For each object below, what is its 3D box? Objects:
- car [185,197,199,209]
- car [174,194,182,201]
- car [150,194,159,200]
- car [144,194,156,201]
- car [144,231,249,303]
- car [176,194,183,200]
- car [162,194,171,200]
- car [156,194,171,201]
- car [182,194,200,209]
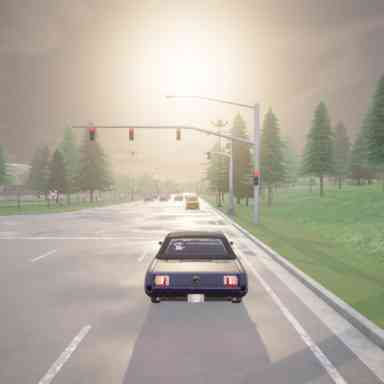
[{"bbox_3d":[0.049,1.576,49.804,2.033,1.411,5.357,-1,1,1],"label":"car"},{"bbox_3d":[-3.336,1.545,80.848,1.994,1.385,4.181,0,0,0],"label":"car"},{"bbox_3d":[-10.316,1.332,90.865,1.837,1.490,4.892,0,0,0],"label":"car"},{"bbox_3d":[-10.337,1.531,80.445,2.033,1.411,5.357,0,0,0],"label":"car"},{"bbox_3d":[0.096,1.601,8.136,1.895,1.301,4.718,0,0,1],"label":"car"},{"bbox_3d":[-3.316,1.357,90.851,1.812,1.442,4.674,0,0,0],"label":"car"},{"bbox_3d":[-6.816,1.372,90.858,2.033,1.411,5.357,0,0,0],"label":"car"},{"bbox_3d":[-6.837,1.531,80.438,2.033,1.411,5.357,0,0,0],"label":"car"},{"bbox_3d":[-0.033,1.083,46.328,1.882,1.535,5.008,-3,17,-3],"label":"car"}]
